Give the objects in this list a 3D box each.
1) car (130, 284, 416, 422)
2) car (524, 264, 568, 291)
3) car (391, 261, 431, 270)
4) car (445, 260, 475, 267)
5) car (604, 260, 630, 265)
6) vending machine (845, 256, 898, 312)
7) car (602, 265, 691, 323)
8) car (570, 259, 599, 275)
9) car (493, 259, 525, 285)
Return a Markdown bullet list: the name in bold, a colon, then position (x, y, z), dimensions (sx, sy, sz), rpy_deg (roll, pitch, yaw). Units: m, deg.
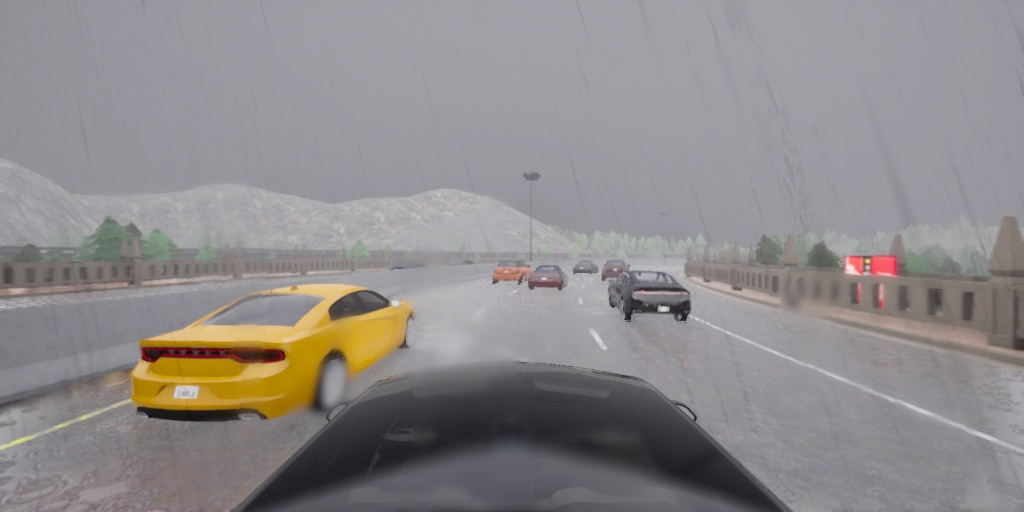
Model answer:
- **car**: position (-3.137, 1.204, 6.060), dimensions (1.882, 1.535, 5.008), rpy_deg (0, 0, 3)
- **car**: position (2.281, 1.257, 21.934), dimensions (1.994, 1.385, 4.181), rpy_deg (0, 0, 13)
- **car**: position (-10.723, 1.226, 38.377), dimensions (1.895, 1.301, 4.718), rpy_deg (0, 0, 21)
- **car**: position (-5.881, 1.148, 41.027), dimensions (1.837, 1.490, 4.892), rpy_deg (0, -1, 23)
- **car**: position (8.674, 1.081, 29.706), dimensions (2.097, 1.767, 4.553), rpy_deg (0, 0, 19)
- **vending machine**: position (12.173, 0.977, 12.197), dimensions (1.100, 2.100, 0.880), rpy_deg (0, 0, 8)
- **car**: position (4.456, 1.239, 12.232), dimensions (2.128, 1.511, 4.902), rpy_deg (0, 0, 7)
- **car**: position (7.971, 1.246, 38.416), dimensions (1.994, 1.385, 4.181), rpy_deg (0, 0, 25)
- **car**: position (0.177, 1.051, 26.000), dimensions (2.097, 1.767, 4.553), rpy_deg (0, 0, 15)
